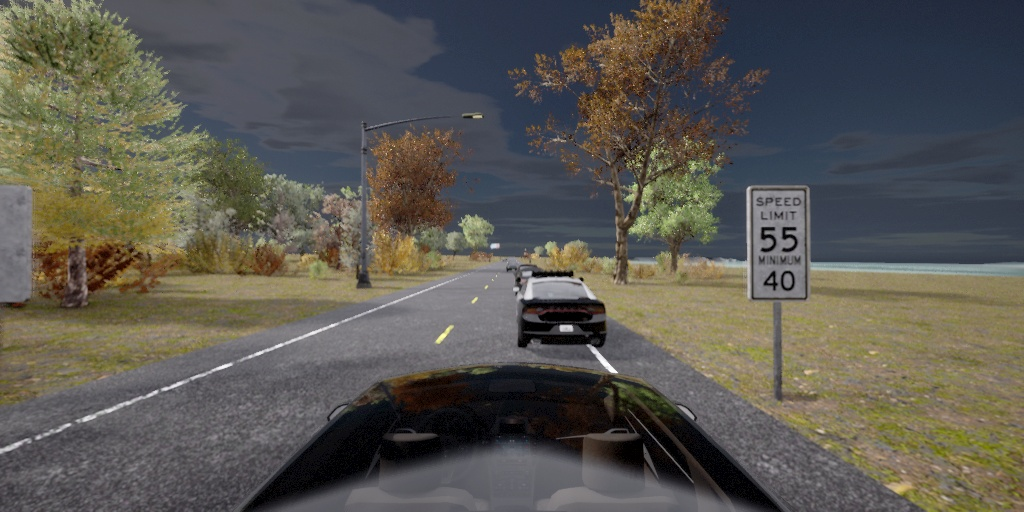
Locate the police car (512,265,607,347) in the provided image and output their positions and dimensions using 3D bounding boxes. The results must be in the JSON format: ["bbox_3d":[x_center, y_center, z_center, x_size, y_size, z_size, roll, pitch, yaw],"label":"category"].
[{"bbox_3d":[1.058,1.208,9.524,1.930,1.638,5.238,0,0,0],"label":"police car"}]

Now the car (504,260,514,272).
[{"bbox_3d":[0.163,1.540,49.438,1.895,1.301,4.718,0,0,1],"label":"car"}]

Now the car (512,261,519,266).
[{"bbox_3d":[1.097,1.352,25.407,1.837,1.490,4.892,0,0,0],"label":"car"}]

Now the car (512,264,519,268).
[{"bbox_3d":[1.077,1.348,19.408,1.812,1.442,4.674,0,0,0],"label":"car"}]
